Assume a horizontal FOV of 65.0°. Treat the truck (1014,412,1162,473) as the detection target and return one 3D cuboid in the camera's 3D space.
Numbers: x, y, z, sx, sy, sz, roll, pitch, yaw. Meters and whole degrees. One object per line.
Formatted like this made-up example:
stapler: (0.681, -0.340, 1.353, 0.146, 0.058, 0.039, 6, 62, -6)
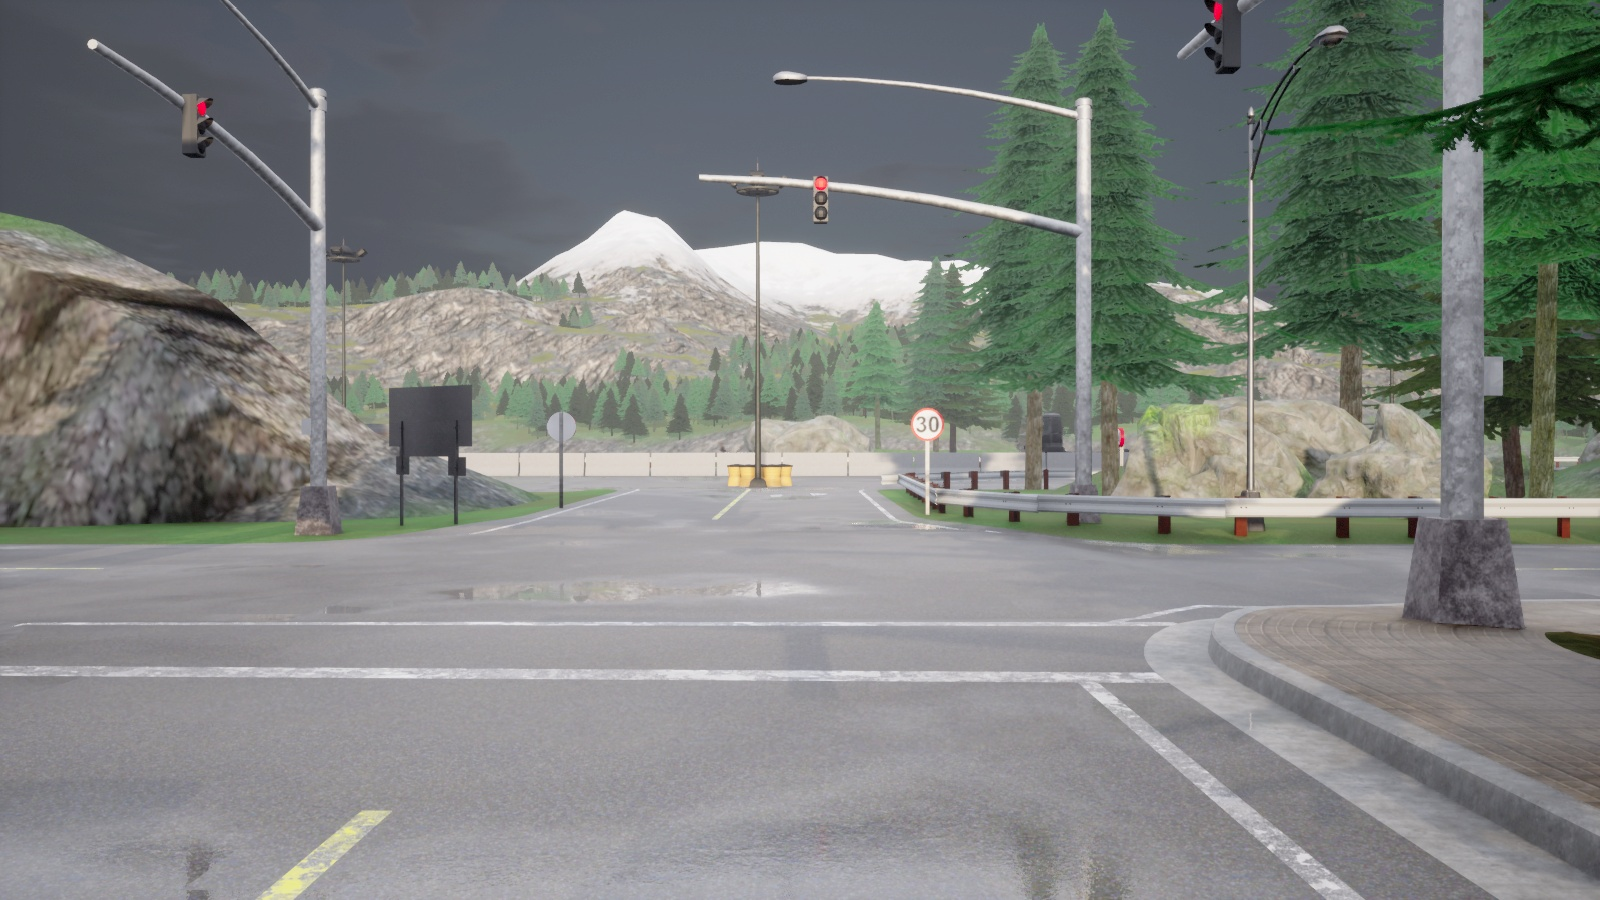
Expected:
truck: (16.672, -0.438, 73.056, 7.936, 3.462, 2.891, 0, 0, 0)
